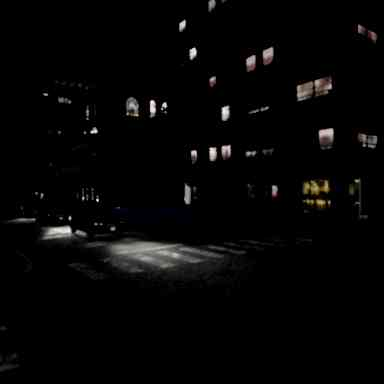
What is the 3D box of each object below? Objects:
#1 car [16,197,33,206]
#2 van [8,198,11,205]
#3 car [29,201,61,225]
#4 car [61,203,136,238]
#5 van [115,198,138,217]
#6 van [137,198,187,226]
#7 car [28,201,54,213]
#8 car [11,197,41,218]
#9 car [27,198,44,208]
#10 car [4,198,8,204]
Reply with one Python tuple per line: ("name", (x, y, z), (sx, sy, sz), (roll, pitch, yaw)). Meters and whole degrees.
("car", (-34.527, 1.941, 68.472), (2.192, 1.841, 5.009), (-2, 1, -36))
("van", (-41.029, 2.093, 77.440), (1.690, 1.788, 3.998), (-2, 1, -36))
("car", (-10.963, 1.677, 26.144), (2.128, 1.511, 4.902), (-1, 0, -36))
("car", (-5.320, 1.574, 18.364), (2.128, 1.511, 4.902), (-1, 0, -36))
("van", (-5.264, 1.416, 28.120), (1.690, 1.788, 3.998), (-2, 1, -36))
("van", (-2.013, 1.356, 23.636), (1.690, 1.788, 3.998), (-2, 1, -36))
("car", (-20.148, 1.901, 44.247), (2.033, 1.411, 5.357), (-1, 0, -36))
("car", (-16.971, 1.649, 34.450), (2.097, 1.767, 4.553), (-1, 0, -36))
("car", (-28.021, 1.941, 59.507), (1.967, 1.590, 4.097), (-2, 1, -36))
("car", (-44.273, 2.360, 81.925), (1.887, 1.381, 4.507), (-2, 1, -36))
